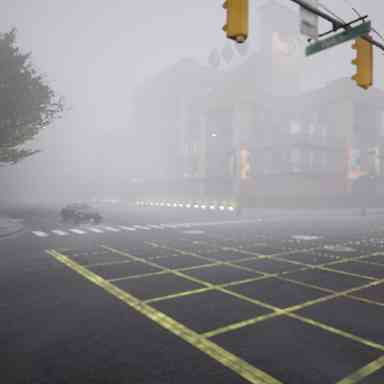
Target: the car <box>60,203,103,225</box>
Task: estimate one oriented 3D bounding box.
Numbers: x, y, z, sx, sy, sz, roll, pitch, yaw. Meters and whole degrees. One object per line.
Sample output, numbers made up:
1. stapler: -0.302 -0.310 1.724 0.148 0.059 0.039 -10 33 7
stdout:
1. car: -8.507 1.543 25.260 2.033 1.411 5.357 1 0 -36
